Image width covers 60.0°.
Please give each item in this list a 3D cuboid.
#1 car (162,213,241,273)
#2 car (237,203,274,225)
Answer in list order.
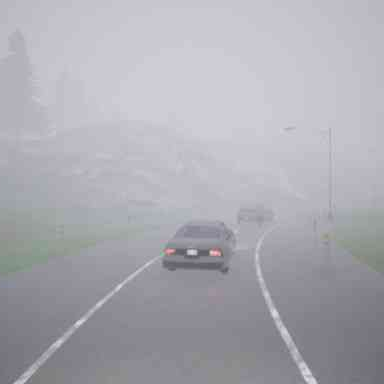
[{"bbox_3d":[0.444,1.650,11.171,2.033,1.411,5.357,0,-1,10],"label":"car"},{"bbox_3d":[4.811,1.602,25.015,2.128,1.511,4.902,0,1,26],"label":"car"}]
